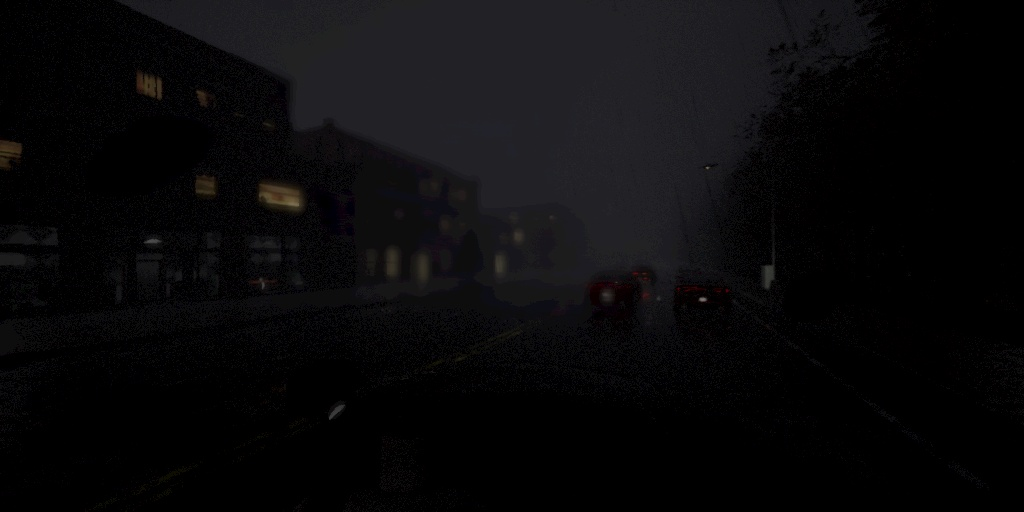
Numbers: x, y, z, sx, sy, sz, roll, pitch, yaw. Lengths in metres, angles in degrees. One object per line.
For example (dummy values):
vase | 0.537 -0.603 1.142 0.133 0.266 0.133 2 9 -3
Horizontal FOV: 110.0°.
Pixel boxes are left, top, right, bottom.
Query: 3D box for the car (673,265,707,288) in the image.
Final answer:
car | 13.651 1.525 27.660 2.128 1.511 4.902 0 -1 25

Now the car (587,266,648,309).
car | 4.738 1.386 16.083 1.882 1.535 5.008 0 0 25

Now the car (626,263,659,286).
car | 10.706 1.557 29.036 1.837 1.490 4.892 0 0 25

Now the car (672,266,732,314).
car | 7.679 1.368 14.699 1.882 1.535 5.008 0 0 25
